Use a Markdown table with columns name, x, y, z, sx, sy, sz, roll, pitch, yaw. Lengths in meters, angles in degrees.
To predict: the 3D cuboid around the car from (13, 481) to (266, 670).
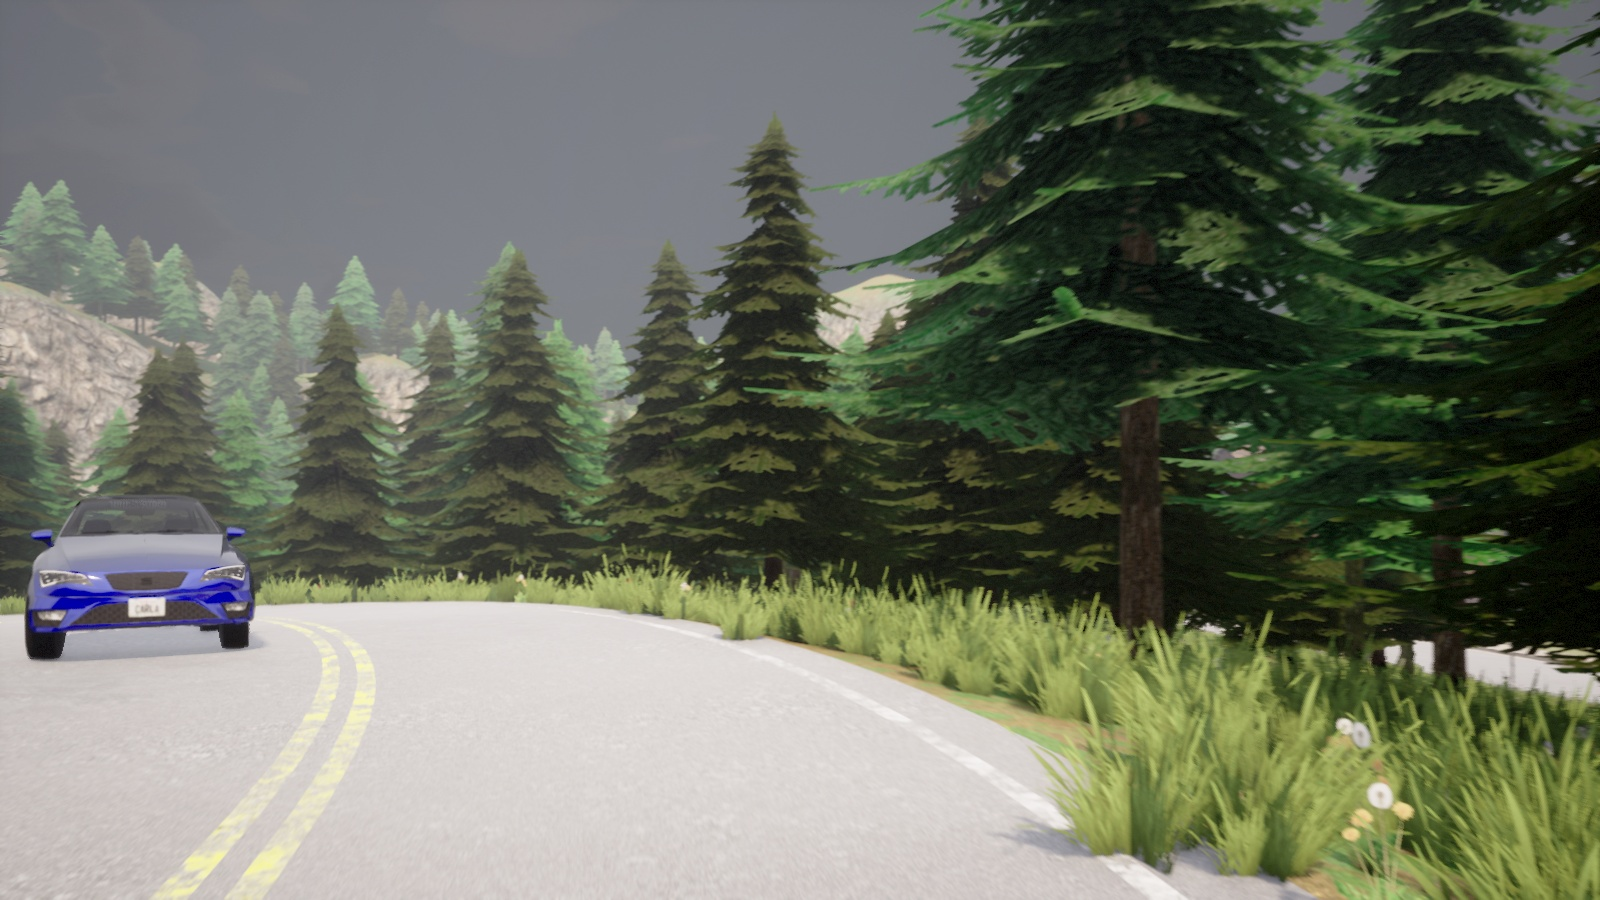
| name | x | y | z | sx | sy | sz | roll | pitch | yaw |
| --- | --- | --- | --- | --- | --- | --- | --- | --- | --- |
| car | -6.377 | 1.137 | 12.120 | 1.816 | 1.474 | 4.193 | 1 | -4 | -29 |
